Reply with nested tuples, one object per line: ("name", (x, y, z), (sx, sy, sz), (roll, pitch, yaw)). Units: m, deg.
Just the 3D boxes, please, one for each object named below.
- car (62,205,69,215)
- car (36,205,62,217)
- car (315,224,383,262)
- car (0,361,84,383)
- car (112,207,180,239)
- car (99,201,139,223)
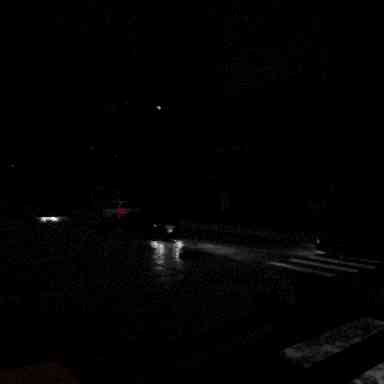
("car", (-19.301, 2.561, 48.040), (1.882, 1.535, 5.008), (2, -3, -36))
("car", (-17.986, 2.417, 41.234), (1.994, 1.385, 4.181), (2, -3, -35))
("car", (6.999, 1.798, 11.322), (2.033, 1.411, 5.357), (2, -2, -36))
("car", (-2.559, 1.505, 0.965), (4.829, 1.417, 1.752), (1, 1, -35))
("car", (-2.552, 1.826, 19.595), (2.128, 1.511, 4.902), (2, -2, -36))
("car", (-6.658, 1.856, 30.408), (2.150, 2.045, 5.566), (2, -3, -36))
